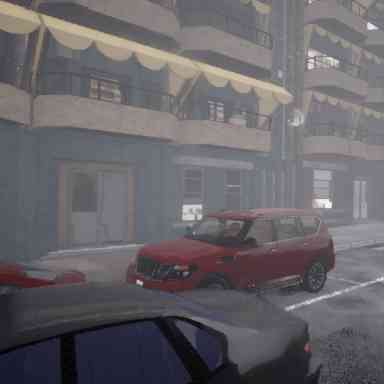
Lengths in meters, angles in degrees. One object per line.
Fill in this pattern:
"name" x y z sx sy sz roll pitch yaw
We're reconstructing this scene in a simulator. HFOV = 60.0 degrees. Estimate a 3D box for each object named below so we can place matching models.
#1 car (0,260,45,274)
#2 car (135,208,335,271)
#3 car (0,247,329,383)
"car" -3.374 1.582 4.137 4.206 1.307 1.802 0 1 -35
"car" 1.124 1.318 7.341 5.009 1.841 2.192 0 1 -35
"car" -1.253 1.547 2.486 5.357 1.411 2.033 0 0 -36
